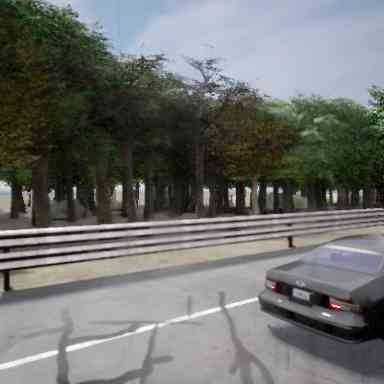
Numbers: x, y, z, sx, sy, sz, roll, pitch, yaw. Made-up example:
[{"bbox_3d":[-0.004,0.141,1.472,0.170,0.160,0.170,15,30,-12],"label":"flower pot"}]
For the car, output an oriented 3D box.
[{"bbox_3d":[3.649,1.546,6.346,5.357,1.411,2.033,0,0,-35],"label":"car"}]
